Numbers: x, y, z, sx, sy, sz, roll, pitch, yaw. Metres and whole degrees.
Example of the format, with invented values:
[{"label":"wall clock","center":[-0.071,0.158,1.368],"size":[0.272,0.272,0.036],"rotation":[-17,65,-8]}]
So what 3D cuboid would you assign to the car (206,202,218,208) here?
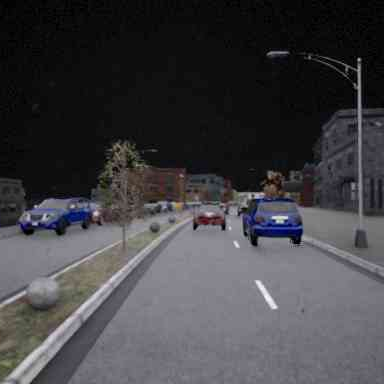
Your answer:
[{"label":"car","center":[5.147,3.256,84.981],"size":[2.002,1.452,4.674],"rotation":[0,-2,15]}]

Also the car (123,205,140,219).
[{"label":"car","center":[-6.699,1.799,31.101],"size":[2.231,1.521,4.892],"rotation":[0,-1,8]}]

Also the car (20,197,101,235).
[{"label":"car","center":[-7.846,1.346,19.920],"size":[2.435,2.045,5.566],"rotation":[0,-1,5]}]

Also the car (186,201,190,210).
[{"label":"car","center":[-1.835,2.485,58.392],"size":[2.002,1.452,4.674],"rotation":[0,-1,14]}]

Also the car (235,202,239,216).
[{"label":"car","center":[6.417,2.136,39.583],"size":[1.895,1.301,4.718],"rotation":[0,-1,9]}]

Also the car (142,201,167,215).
[{"label":"car","center":[-5.122,2.082,41.924],"size":[2.163,1.488,4.792],"rotation":[0,-1,10]}]

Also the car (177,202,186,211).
[{"label":"car","center":[-3.042,2.316,52.979],"size":[2.097,1.535,5.008],"rotation":[0,-1,13]}]

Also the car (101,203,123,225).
[{"label":"car","center":[-7.325,1.560,25.504],"size":[2.185,1.767,4.553],"rotation":[0,-1,6]}]

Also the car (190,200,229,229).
[{"label":"car","center":[1.280,1.526,23.058],"size":[2.097,1.767,4.553],"rotation":[0,-1,5]}]

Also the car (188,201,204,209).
[{"label":"car","center":[0.905,2.730,69.112],"size":[2.231,1.521,4.892],"rotation":[0,-2,15]}]

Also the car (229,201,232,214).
[{"label":"car","center":[3.639,2.070,41.062],"size":[1.837,1.490,4.892],"rotation":[0,-1,9]}]

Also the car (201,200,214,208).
[{"label":"car","center":[3.730,2.927,79.682],"size":[2.185,1.767,4.553],"rotation":[0,-2,15]}]

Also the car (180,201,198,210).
[{"label":"car","center":[-0.512,2.579,63.779],"size":[2.231,1.521,4.892],"rotation":[0,-2,15]}]

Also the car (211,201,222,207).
[{"label":"car","center":[6.613,3.260,90.468],"size":[2.185,1.767,4.553],"rotation":[0,-2,15]}]

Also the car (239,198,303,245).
[{"label":"car","center":[3.700,1.301,16.036],"size":[2.150,2.045,5.566],"rotation":[0,-1,4]}]

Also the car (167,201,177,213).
[{"label":"car","center":[-4.128,2.061,47.567],"size":[2.185,1.767,4.553],"rotation":[0,-1,11]}]
